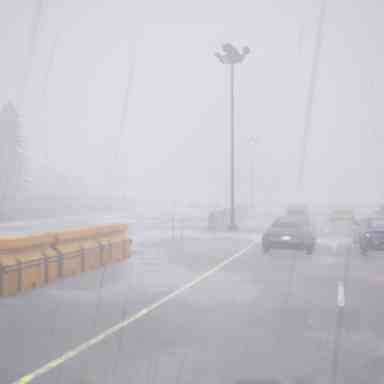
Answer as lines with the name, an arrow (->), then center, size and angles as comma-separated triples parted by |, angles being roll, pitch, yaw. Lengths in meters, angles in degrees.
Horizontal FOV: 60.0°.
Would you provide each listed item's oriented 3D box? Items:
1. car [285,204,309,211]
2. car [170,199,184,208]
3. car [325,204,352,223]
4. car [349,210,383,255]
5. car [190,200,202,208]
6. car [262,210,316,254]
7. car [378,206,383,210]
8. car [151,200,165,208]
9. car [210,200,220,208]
car -> 9.376, 1.795, 29.793 | 1.882, 1.535, 5.008 | 0, 0, 16
car -> -2.788, 2.023, 61.045 | 2.097, 1.767, 4.553 | 0, -1, 6
car -> 12.733, 1.780, 28.796 | 1.882, 1.535, 5.008 | 0, 0, 16
car -> 7.667, 1.666, 13.444 | 1.812, 1.442, 4.674 | 0, 0, 21
car -> 0.730, 2.145, 61.042 | 1.882, 1.535, 5.008 | 0, -1, 5
car -> 4.276, 1.719, 14.391 | 1.994, 1.385, 4.181 | 0, -1, 22
car -> 15.618, 1.819, 26.152 | 2.033, 1.411, 5.357 | 0, -1, 16
car -> -6.279, 2.240, 61.176 | 1.994, 1.385, 4.181 | 0, -1, 6
car -> 4.242, 2.207, 60.675 | 2.033, 1.411, 5.357 | 0, -1, 6
